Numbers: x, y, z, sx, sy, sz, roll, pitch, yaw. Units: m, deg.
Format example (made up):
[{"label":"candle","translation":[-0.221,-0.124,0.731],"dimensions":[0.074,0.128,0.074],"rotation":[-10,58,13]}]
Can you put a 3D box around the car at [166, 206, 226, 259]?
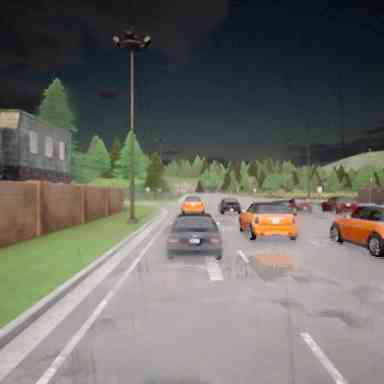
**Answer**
[{"label":"car","translation":[0.087,1.484,12.320],"dimensions":[2.033,1.411,5.357],"rotation":[0,0,0]}]

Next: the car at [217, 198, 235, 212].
[{"label":"car","translation":[3.596,1.338,32.451],"dimensions":[1.837,1.490,4.892],"rotation":[0,0,0]}]

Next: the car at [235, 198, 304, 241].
[{"label":"car","translation":[3.594,1.268,16.414],"dimensions":[2.097,1.767,4.553],"rotation":[0,0,0]}]

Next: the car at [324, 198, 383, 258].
[{"label":"car","translation":[7.084,1.286,12.658],"dimensions":[2.097,1.767,4.553],"rotation":[0,0,0]}]

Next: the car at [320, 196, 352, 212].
[{"label":"car","translation":[14.095,1.187,32.111],"dimensions":[2.097,1.767,4.553],"rotation":[0,0,0]}]

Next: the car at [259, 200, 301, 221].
[{"label":"car","translation":[7.083,1.407,27.309],"dimensions":[2.033,1.411,5.357],"rotation":[0,0,0]}]

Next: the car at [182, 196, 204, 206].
[{"label":"car","translation":[0.095,1.187,32.111],"dimensions":[2.097,1.767,4.553],"rotation":[0,0,0]}]

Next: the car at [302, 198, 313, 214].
[{"label":"car","translation":[10.598,1.354,33.402],"dimensions":[1.812,1.442,4.674],"rotation":[0,0,0]}]
